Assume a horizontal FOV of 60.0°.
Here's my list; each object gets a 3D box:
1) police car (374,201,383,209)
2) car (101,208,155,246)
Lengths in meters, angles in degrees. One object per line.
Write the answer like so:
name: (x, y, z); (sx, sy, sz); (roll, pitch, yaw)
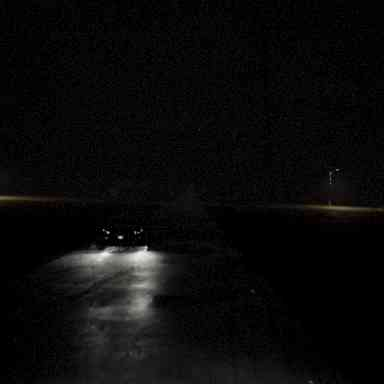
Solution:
police car: (39.088, 2.550, 66.023); (5.238, 1.638, 1.930); (1, 1, 0)
car: (-2.824, 1.558, 15.609); (1.837, 1.490, 4.892); (0, 0, 0)
